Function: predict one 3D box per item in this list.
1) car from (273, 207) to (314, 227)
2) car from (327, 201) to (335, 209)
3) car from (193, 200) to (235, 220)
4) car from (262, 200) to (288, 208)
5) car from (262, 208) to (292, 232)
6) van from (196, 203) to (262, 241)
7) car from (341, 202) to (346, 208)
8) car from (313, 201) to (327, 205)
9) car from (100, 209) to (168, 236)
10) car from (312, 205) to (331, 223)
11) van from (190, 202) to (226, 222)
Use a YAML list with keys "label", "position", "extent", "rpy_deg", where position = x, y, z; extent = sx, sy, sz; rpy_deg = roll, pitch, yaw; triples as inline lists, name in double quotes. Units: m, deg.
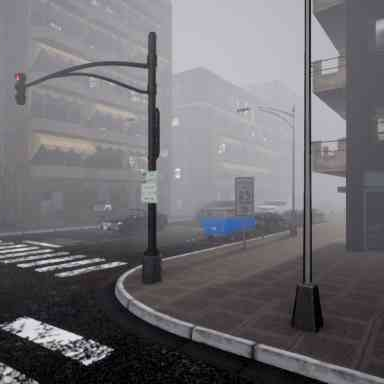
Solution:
- label: "car"
  position: [8.485, 2.158, 27.929]
  extent: [1.802, 1.307, 4.206]
  rpy_deg: [-1, -2, 35]
- label: "car"
  position: [27.342, 2.729, 68.840]
  extent: [2.192, 1.841, 5.009]
  rpy_deg: [-1, -2, 35]
- label: "car"
  position: [2.619, 1.749, 29.574]
  extent: [2.150, 2.045, 5.566]
  rpy_deg: [0, -1, 37]
- label: "car"
  position: [9.641, 1.984, 39.420]
  extent: [2.150, 2.045, 5.566]
  rpy_deg: [0, -1, 36]
- label: "car"
  position: [5.275, 2.035, 23.416]
  extent: [1.947, 1.339, 4.313]
  rpy_deg: [-1, -2, 35]
- label: "van"
  position: [2.200, 1.704, 18.809]
  extent: [1.690, 1.788, 3.998]
  rpy_deg: [-1, -2, 35]
- label: "car"
  position: [40.091, 3.376, 86.754]
  extent: [1.752, 1.417, 4.829]
  rpy_deg: [-1, -2, 35]
- label: "car"
  position: [24.131, 2.890, 64.320]
  extent: [1.802, 1.307, 4.206]
  rpy_deg: [-1, -2, 35]
- label: "car"
  position: [-3.520, 1.815, 20.963]
  extent: [2.128, 1.511, 4.902]
  rpy_deg: [0, -1, 35]
- label: "car"
  position: [11.697, 2.233, 32.443]
  extent: [2.008, 1.369, 4.403]
  rpy_deg: [-1, -2, 35]
- label: "van"
  position: [1.653, 1.903, 32.731]
  extent: [1.690, 1.788, 3.998]
  rpy_deg: [-1, -2, 35]
